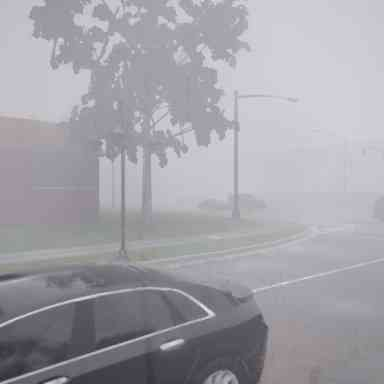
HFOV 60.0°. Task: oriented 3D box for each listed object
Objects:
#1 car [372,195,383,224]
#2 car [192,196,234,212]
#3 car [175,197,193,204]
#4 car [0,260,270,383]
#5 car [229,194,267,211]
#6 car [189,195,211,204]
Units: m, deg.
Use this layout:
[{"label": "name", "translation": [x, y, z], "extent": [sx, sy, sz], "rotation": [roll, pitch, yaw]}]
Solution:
[{"label": "car", "translation": [14.877, 1.221, 21.819], "extent": [2.150, 2.045, 5.566], "rotation": [0, 0, -34]}, {"label": "car", "translation": [2.693, 1.547, 39.960], "extent": [2.033, 1.411, 5.357], "rotation": [0, 0, -34]}, {"label": "car", "translation": [-1.576, 1.601, 65.426], "extent": [1.895, 1.301, 4.718], "rotation": [0, 0, -34]}, {"label": "car", "translation": [-1.416, 1.505, 2.962], "extent": [4.892, 1.490, 1.837], "rotation": [0, 0, -35]}, {"label": "car", "translation": [6.515, 1.218, 40.540], "extent": [2.150, 2.045, 5.566], "rotation": [0, 0, -34]}, {"label": "car", "translation": [1.608, 1.477, 66.962], "extent": [1.882, 1.535, 5.008], "rotation": [0, 0, -34]}]
